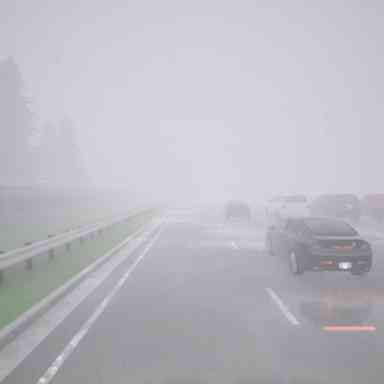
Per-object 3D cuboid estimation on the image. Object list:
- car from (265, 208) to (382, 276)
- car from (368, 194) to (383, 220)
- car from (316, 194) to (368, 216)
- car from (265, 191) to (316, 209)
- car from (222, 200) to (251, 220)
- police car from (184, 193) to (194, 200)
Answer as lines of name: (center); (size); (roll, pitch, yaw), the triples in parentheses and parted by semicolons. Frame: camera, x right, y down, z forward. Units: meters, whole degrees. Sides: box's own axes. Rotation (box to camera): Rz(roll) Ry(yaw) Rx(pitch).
car: (3.604, 1.476, 10.254); (1.837, 1.490, 4.892); (0, 0, 0)
car: (14.107, 1.150, 25.141); (2.150, 2.045, 5.566); (0, 0, 0)
car: (10.607, 1.151, 25.147); (2.150, 2.045, 5.566); (0, 0, 0)
car: (7.107, 1.151, 25.143); (2.150, 2.045, 5.566); (0, 0, 0)
car: (3.607, 1.400, 27.617); (1.882, 1.535, 5.008); (0, 0, 0)
police car: (-1.030, 1.177, 88.756); (1.930, 1.638, 5.238); (0, 0, 0)
